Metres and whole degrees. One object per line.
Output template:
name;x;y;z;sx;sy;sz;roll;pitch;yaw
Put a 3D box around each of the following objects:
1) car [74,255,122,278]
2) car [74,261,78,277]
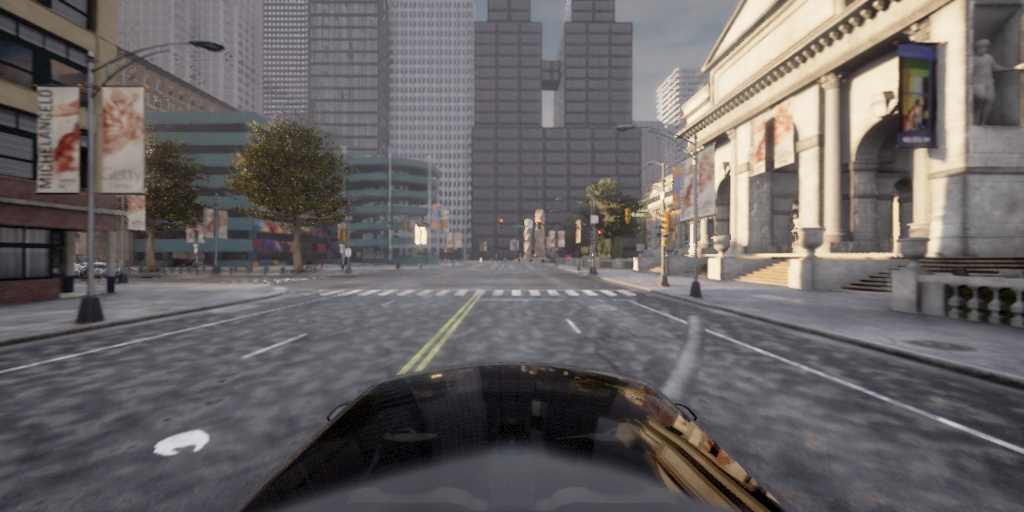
car;-38.311;0.918;31.900;5.566;2.045;2.150;0;0;0
car;-38.095;1.298;28.400;4.718;1.301;1.895;0;0;0
